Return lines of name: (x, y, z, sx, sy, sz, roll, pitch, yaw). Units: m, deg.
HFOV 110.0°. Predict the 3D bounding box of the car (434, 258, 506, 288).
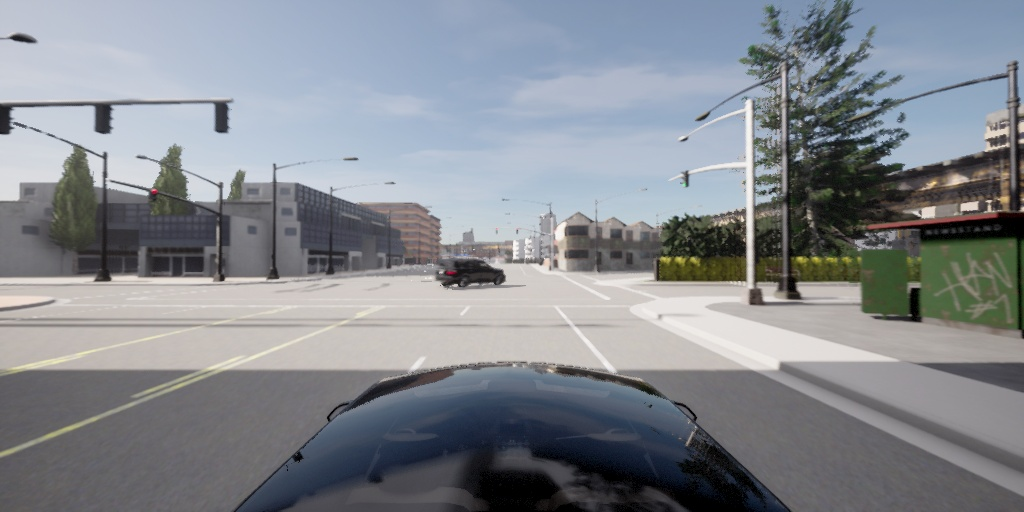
car: (-2.892, 1.205, 25.639, 2.150, 2.045, 5.566, 2, 1, 42)
